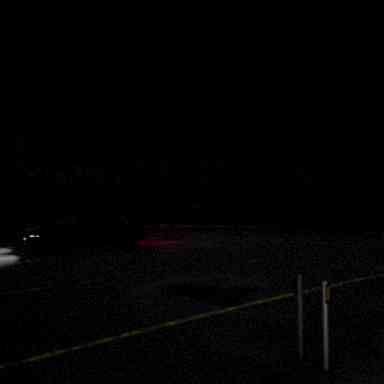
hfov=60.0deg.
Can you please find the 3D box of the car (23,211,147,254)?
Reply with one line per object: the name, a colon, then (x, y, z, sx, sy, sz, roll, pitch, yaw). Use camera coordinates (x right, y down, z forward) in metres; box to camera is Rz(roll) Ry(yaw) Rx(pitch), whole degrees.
car: (-4.276, 1.564, 13.837, 4.892, 1.490, 1.837, 2, -1, -35)
